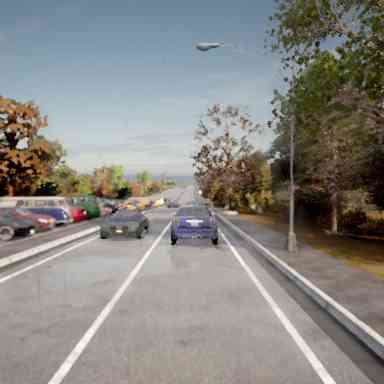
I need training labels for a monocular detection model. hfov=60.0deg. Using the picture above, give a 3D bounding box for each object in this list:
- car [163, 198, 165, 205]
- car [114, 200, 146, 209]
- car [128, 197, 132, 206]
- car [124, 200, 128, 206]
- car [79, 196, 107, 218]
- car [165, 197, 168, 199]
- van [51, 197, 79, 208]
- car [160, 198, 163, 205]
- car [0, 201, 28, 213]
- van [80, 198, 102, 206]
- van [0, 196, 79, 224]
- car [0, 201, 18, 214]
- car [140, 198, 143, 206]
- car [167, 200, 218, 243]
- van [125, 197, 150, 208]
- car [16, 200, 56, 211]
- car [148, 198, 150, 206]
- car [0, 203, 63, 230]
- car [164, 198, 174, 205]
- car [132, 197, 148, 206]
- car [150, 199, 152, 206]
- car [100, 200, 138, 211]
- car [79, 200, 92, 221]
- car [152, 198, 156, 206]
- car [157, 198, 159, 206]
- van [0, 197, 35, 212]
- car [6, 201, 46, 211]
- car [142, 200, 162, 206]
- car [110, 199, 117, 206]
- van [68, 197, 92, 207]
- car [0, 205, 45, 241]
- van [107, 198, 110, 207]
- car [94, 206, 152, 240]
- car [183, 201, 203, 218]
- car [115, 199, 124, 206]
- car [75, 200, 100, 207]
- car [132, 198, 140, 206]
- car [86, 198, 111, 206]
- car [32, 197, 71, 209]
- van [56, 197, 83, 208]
[{"bbox_3d":[-10.081,2.704,83.054,5.366,1.575,1.946,0,-2,0],"label":"car"},{"bbox_3d":[-10.258,2.127,55.309,4.792,1.488,2.163,0,-1,0],"label":"car"},{"bbox_3d":[-10.266,1.709,41.434,4.553,1.767,2.185,0,-1,0],"label":"car"},{"bbox_3d":[-10.268,1.657,38.658,4.553,1.767,2.185,0,-1,0],"label":"car"},{"bbox_3d":[-10.336,1.321,27.558,5.566,2.045,2.435,0,-1,0],"label":"car"},{"bbox_3d":[-10.289,2.686,91.387,5.566,2.045,2.435,0,-2,0],"label":"car"},{"bbox_3d":[-23.246,1.978,60.954,4.442,1.987,1.878,0,-1,0],"label":"van"},{"bbox_3d":[-10.085,2.550,77.383,5.366,1.575,1.946,0,-2,0],"label":"car"},{"bbox_3d":[-23.375,1.877,41.561,4.674,1.452,2.002,0,-1,0],"label":"car"},{"bbox_3d":[-23.467,2.328,77.440,4.442,1.987,1.878,0,-1,0],"label":"van"},{"bbox_3d":[-10.195,1.316,22.021,4.442,1.987,1.878,0,0,0],"label":"van"},{"bbox_3d":[-23.374,1.784,38.792,5.008,1.535,2.097,0,-1,0],"label":"car"},{"bbox_3d":[-10.298,1.994,49.759,4.892,1.521,2.231,0,-1,0],"label":"car"},{"bbox_3d":[0.104,1.405,16.374,2.097,1.767,4.553,0,0,0],"label":"car"},{"bbox_3d":[-10.398,2.029,63.641,4.442,1.987,1.878,0,-1,0],"label":"van"},{"bbox_3d":[-23.366,1.994,49.870,5.008,1.535,2.097,0,-1,0],"label":"car"},{"bbox_3d":[-10.256,2.180,58.085,4.792,1.488,2.163,0,-1,0],"label":"car"},{"bbox_3d":[-10.317,1.574,19.244,4.674,1.452,2.002,0,0,0],"label":"car"},{"bbox_3d":[-3.328,2.234,58.924,1.994,1.385,4.181,0,-1,0],"label":"car"},{"bbox_3d":[-10.104,2.042,52.534,5.366,1.575,1.946,0,-1,0],"label":"car"},{"bbox_3d":[-10.254,2.232,60.861,4.792,1.488,2.163,0,-1,0],"label":"car"},{"bbox_3d":[-10.287,1.941,46.983,4.892,1.521,2.231,0,-1,0],"label":"car"},{"bbox_3d":[-10.339,1.579,24.803,4.792,1.488,2.163,0,-1,0],"label":"car"},{"bbox_3d":[-10.308,2.337,66.413,4.792,1.488,2.163,0,-1,0],"label":"car"},{"bbox_3d":[-10.269,2.422,71.965,4.892,1.521,2.231,0,-1,0],"label":"car"},{"bbox_3d":[-23.492,1.661,44.210,4.442,1.987,1.878,0,-1,0],"label":"van"},{"bbox_3d":[-23.376,1.979,46.975,4.674,1.452,2.002,0,-1,0],"label":"car"},{"bbox_3d":[-10.271,2.785,85.829,4.892,1.521,2.231,0,-2,0],"label":"car"},{"bbox_3d":[-10.306,1.718,33.104,4.674,1.452,2.002,0,-1,0],"label":"car"},{"bbox_3d":[-23.248,2.138,69.279,4.442,1.987,1.878,0,-1,0],"label":"van"},{"bbox_3d":[-10.286,1.556,16.467,4.792,1.488,2.163,0,0,0],"label":"car"},{"bbox_3d":[-10.189,1.399,30.333,4.442,1.987,1.878,0,-1,0],"label":"van"},{"bbox_3d":[-3.345,1.623,17.218,1.994,1.385,4.181,0,0,0],"label":"car"},{"bbox_3d":[0.098,1.732,34.122,1.837,1.490,4.892,0,-1,0],"label":"car"},{"bbox_3d":[-10.296,1.730,35.880,5.008,1.535,2.097,0,-1,0],"label":"car"},{"bbox_3d":[-23.381,2.513,74.663,4.792,1.488,2.163,0,-1,0],"label":"car"},{"bbox_3d":[-10.110,1.885,44.207,5.366,1.575,1.946,0,-1,0],"label":"car"},{"bbox_3d":[-23.375,2.457,83.103,5.566,2.045,2.435,0,-2,0],"label":"car"},{"bbox_3d":[-23.339,1.848,55.416,5.566,2.045,2.435,0,-1,0],"label":"car"},{"bbox_3d":[-23.477,2.030,63.724,4.442,1.987,1.878,0,-1,0],"label":"van"}]
